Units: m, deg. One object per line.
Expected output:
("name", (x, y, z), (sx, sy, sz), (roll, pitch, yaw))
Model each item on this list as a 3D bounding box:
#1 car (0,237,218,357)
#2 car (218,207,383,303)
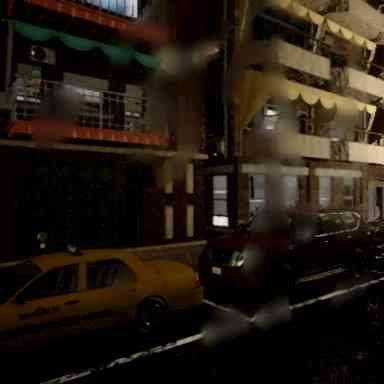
("car", (-2.071, 1.528, 5.090), (4.829, 1.417, 1.752), (0, 0, -36))
("car", (2.564, 1.324, 8.400), (5.009, 1.841, 2.192), (0, 0, -36))
